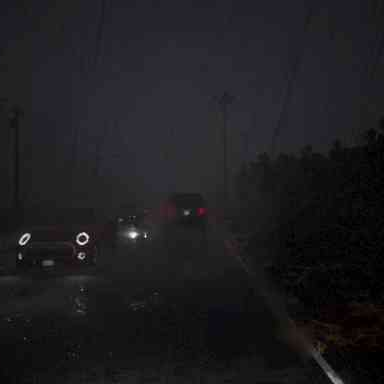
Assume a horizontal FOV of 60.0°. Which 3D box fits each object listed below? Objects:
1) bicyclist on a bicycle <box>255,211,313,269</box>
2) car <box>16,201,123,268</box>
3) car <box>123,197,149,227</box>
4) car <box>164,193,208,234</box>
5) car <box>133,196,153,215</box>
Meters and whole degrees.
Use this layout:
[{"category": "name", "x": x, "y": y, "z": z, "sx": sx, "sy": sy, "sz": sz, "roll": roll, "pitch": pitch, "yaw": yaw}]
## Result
[{"category": "bicyclist on a bicycle", "x": 2.563, "y": 1.347, "z": 9.299, "sx": 1.656, "sy": 1.620, "sz": 0.582, "roll": -1, "pitch": 1, "yaw": -1}, {"category": "car", "x": -3.846, "y": 1.268, "z": 11.015, "sx": 2.097, "sy": 1.767, "sz": 4.553, "roll": 0, "pitch": 1, "yaw": -1}, {"category": "car", "x": -4.090, "y": 1.328, "z": 21.277, "sx": 1.837, "sy": 1.490, "sz": 4.892, "roll": 0, "pitch": 1, "yaw": -1}, {"category": "car", "x": -0.333, "y": 1.055, "z": 18.138, "sx": 2.150, "sy": 2.045, "sz": 5.566, "roll": 0, "pitch": 0, "yaw": -2}, {"category": "car", "x": -4.146, "y": 1.085, "z": 26.127, "sx": 1.837, "sy": 1.490, "sz": 4.892, "roll": 0, "pitch": 1, "yaw": -1}]
